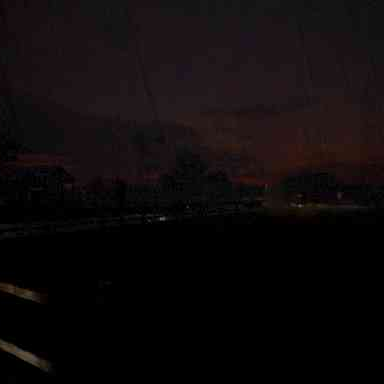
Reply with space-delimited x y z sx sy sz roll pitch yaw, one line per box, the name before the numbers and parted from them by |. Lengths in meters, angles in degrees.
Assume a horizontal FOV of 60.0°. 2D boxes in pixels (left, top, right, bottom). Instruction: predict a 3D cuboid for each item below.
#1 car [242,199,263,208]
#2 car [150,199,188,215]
car | 9.563 1.798 52.158 1.895 1.301 4.718 1 0 34
car | -2.316 1.530 34.478 1.837 1.490 4.892 1 0 34
